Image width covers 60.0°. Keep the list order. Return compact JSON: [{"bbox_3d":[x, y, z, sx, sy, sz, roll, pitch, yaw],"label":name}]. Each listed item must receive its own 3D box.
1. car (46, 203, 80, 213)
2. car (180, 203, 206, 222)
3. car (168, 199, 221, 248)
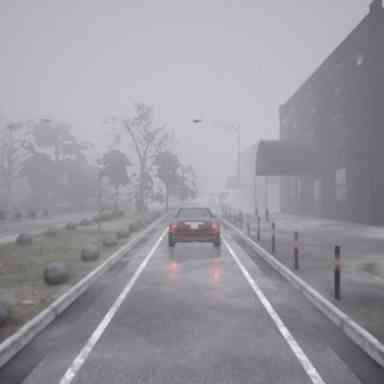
[{"bbox_3d":[-18.520,2.303,47.981,4.674,1.442,1.812,2,-3,-42],"label":"car"},{"bbox_3d":[0.121,1.710,29.103,2.033,1.411,5.357,0,-1,1],"label":"car"},{"bbox_3d":[0.092,1.363,14.980,2.097,1.767,4.553,0,0,0],"label":"car"}]
